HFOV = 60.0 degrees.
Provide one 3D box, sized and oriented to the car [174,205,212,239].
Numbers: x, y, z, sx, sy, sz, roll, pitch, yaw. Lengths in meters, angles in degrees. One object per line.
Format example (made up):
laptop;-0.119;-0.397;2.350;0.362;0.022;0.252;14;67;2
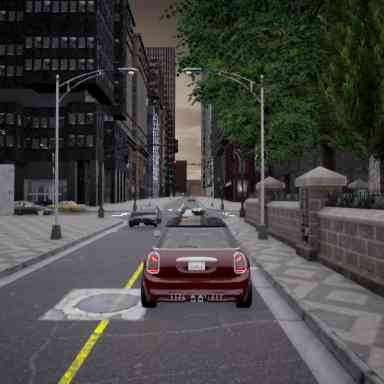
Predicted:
car;0.059;1.542;18.228;1.812;1.442;4.674;0;0;0

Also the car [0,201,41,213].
car;-20.195;1.708;38.697;4.403;1.369;2.008;0;-1;0

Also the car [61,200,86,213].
car;-14.852;1.676;38.680;4.829;1.417;1.752;0;-1;0

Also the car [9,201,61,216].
car;-14.702;1.518;30.156;4.403;1.369;2.008;0;-1;0

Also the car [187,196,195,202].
car;-0.172;1.732;79.721;2.033;1.411;5.357;0;0;0

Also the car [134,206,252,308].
car;0.081;1.357;8.102;2.097;1.767;4.553;0;0;0

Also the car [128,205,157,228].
car;-3.048;1.592;22.834;2.033;1.411;5.357;0;0;0

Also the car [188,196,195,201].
car;-0.195;1.712;90.140;1.812;1.442;4.674;0;0;0
